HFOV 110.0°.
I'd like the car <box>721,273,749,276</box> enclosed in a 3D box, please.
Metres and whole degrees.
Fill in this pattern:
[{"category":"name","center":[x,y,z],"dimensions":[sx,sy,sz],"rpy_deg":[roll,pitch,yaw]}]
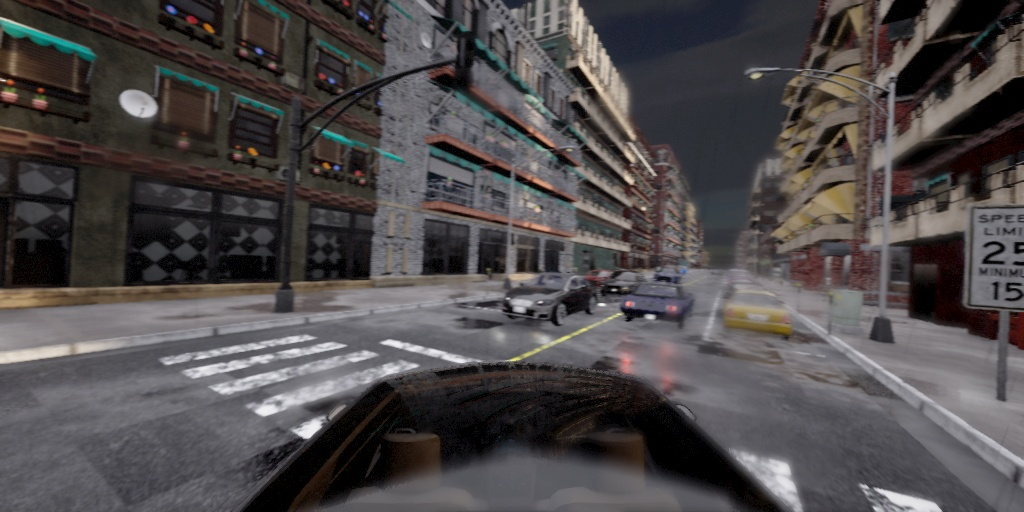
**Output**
[{"category":"car","center":[13.349,1.959,20.914],"dimensions":[1.888,1.381,4.507],"rpy_deg":[0,0,31]}]

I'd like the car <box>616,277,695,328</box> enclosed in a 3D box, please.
[{"category":"car","center":[5.390,1.626,12.863],"dimensions":[1.895,1.301,4.718],"rpy_deg":[3,0,31]}]

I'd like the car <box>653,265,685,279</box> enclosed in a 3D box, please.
[{"category":"car","center":[15.389,1.893,35.390],"dimensions":[2.097,1.767,4.553],"rpy_deg":[3,0,31]}]

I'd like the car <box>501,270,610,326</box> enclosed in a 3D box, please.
[{"category":"car","center":[1.487,1.334,12.376],"dimensions":[2.128,1.511,4.902],"rpy_deg":[3,0,31]}]

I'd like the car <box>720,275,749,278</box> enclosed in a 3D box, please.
[{"category":"car","center":[10.429,1.818,16.064],"dimensions":[2.007,1.370,4.403],"rpy_deg":[0,0,31]}]

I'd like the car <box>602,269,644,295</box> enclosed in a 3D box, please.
[{"category":"car","center":[6.647,1.604,20.945],"dimensions":[1.837,1.490,4.892],"rpy_deg":[3,0,31]}]

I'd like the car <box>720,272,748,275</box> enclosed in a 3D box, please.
[{"category":"car","center":[16.268,2.107,25.763],"dimensions":[1.888,1.381,4.507],"rpy_deg":[0,0,31]}]

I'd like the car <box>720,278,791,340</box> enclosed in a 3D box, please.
[{"category":"car","center":[7.715,1.653,11.555],"dimensions":[1.751,1.417,4.829],"rpy_deg":[0,0,31]}]

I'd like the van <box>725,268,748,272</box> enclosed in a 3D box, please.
[{"category":"van","center":[19.187,2.050,30.613],"dimensions":[1.690,1.789,3.998],"rpy_deg":[0,0,31]}]
